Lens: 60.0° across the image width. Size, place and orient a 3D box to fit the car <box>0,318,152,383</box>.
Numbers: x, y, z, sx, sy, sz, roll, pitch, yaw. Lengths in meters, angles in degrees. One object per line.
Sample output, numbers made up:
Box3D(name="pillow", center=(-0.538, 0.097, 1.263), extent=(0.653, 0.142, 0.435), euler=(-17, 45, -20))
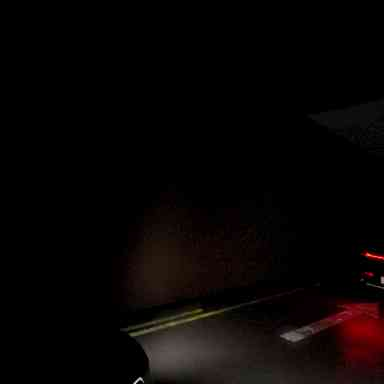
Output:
Box3D(name="car", center=(-2.475, 1.526, 2.052), extent=(4.674, 1.442, 1.812), euler=(0, 0, -35))

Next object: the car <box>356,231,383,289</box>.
Box3D(name="car", center=(5.823, 1.505, 7.915), extent=(4.892, 1.490, 1.837), euler=(0, 0, -36))
